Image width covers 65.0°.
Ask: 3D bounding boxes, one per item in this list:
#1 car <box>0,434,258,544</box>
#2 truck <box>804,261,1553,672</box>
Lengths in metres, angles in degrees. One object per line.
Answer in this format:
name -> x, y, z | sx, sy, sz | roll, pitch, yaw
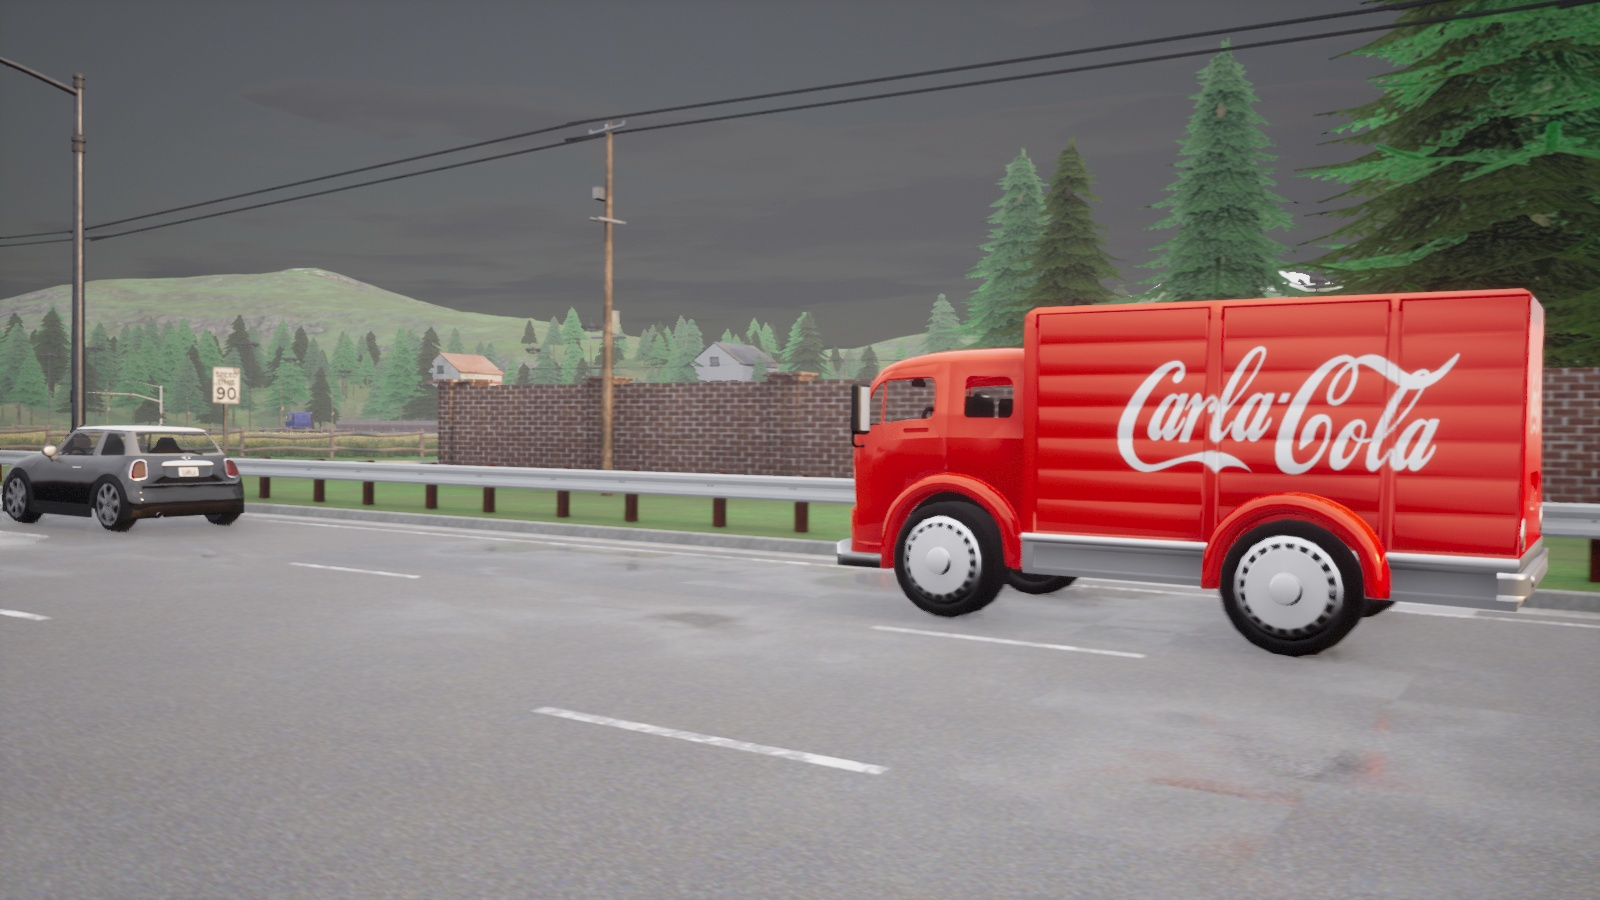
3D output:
car -> -10.144, 0.511, 18.764 | 3.806, 1.475, 1.970 | 0, 1, 34
truck -> 2.934, 0.078, 10.068 | 5.204, 2.467, 2.627 | 0, 1, 34
